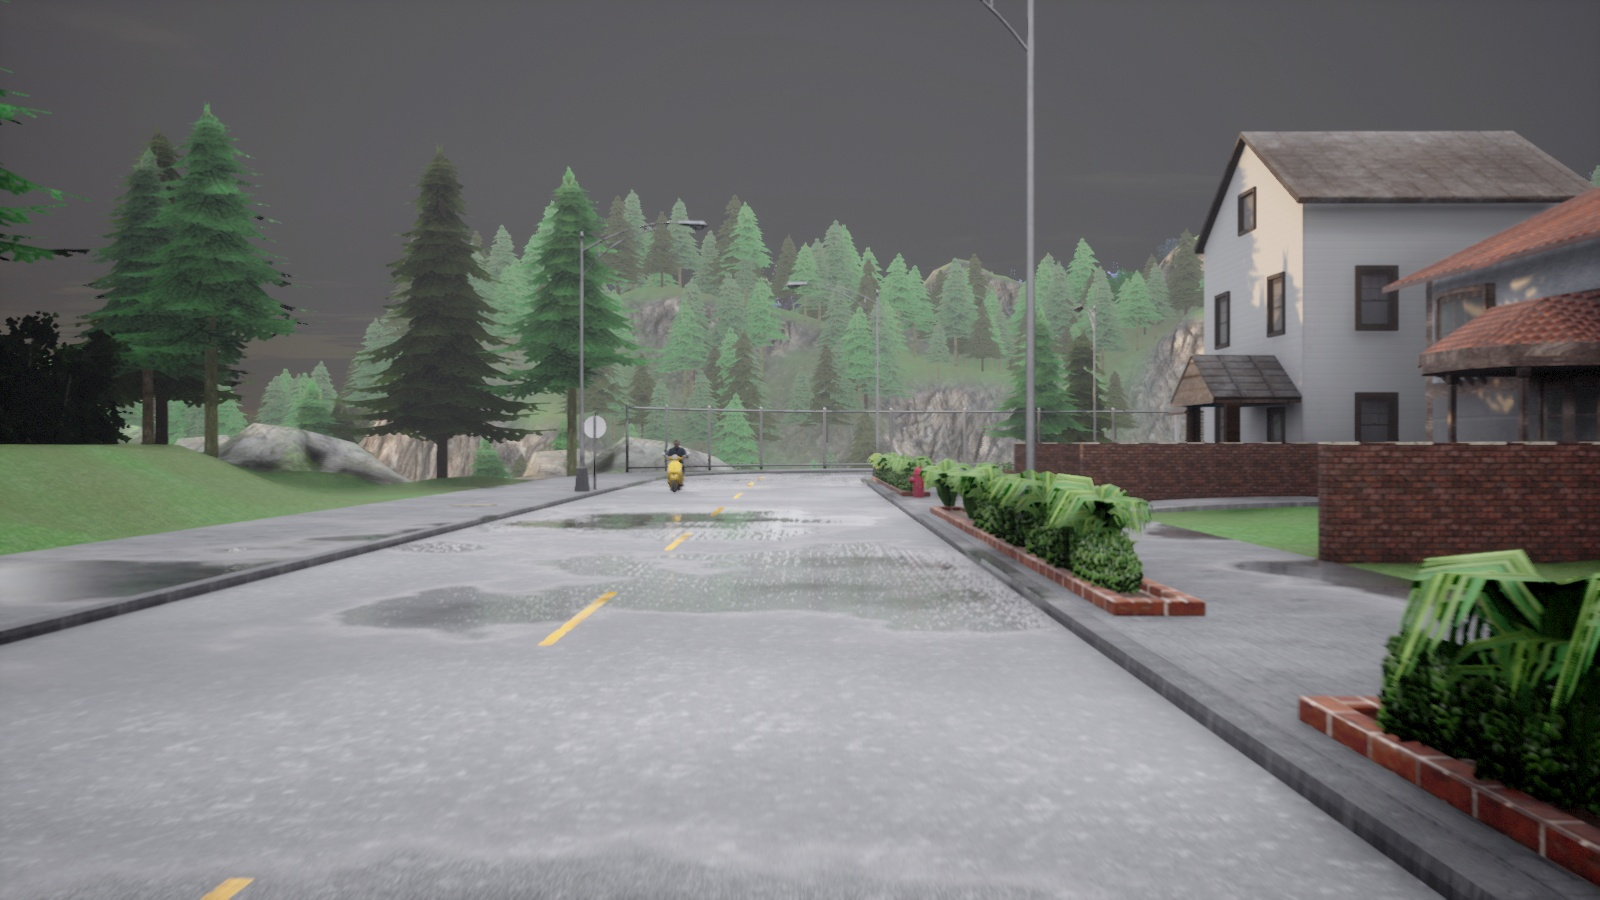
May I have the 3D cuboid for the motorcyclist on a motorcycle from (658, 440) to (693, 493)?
[{"bbox_3d":[-3.766,0.482,38.080,0.866,1.590,1.817,0,0,0],"label":"motorcyclist on a motorcycle"}]
